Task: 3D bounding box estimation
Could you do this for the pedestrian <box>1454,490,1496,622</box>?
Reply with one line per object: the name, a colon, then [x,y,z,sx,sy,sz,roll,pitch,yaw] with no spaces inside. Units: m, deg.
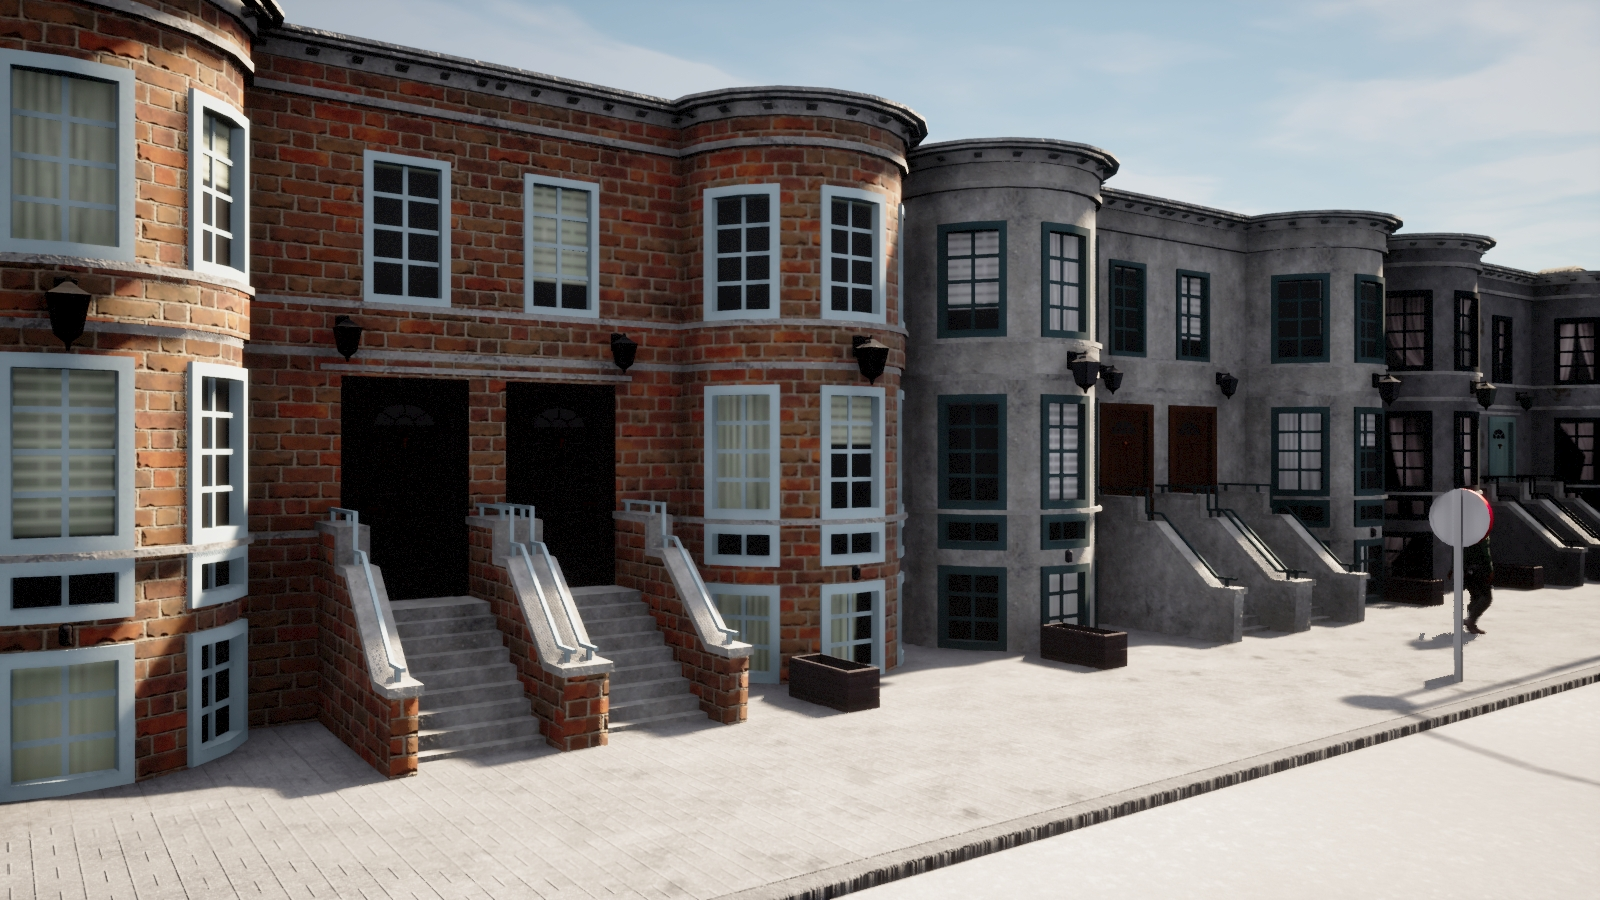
pedestrian: [9.770,1.524,16.545,0.375,1.860,0.375,0,0,-11]
